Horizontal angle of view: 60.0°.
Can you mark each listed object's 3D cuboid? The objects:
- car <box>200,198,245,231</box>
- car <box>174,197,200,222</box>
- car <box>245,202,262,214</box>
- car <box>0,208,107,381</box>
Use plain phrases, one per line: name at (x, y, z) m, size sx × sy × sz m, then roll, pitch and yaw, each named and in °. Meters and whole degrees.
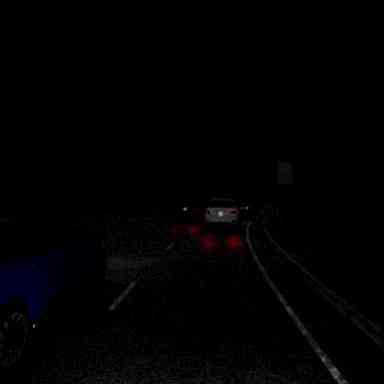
car at (2.257, 1.444, 22.934) m, size 2.150 × 2.045 × 5.566 m, roll 0°, pitch -1°, yaw 11°
car at (0.073, 1.500, 29.377) m, size 2.150 × 2.045 × 5.566 m, roll 0°, pitch -1°, yaw 13°
car at (7.303, 1.961, 40.986) m, size 2.033 × 1.411 × 5.357 m, roll 0°, pitch -1°, yaw 20°
car at (-3.208, 1.270, 5.702) m, size 2.150 × 2.045 × 5.566 m, roll 0°, pitch -1°, yaw 2°
